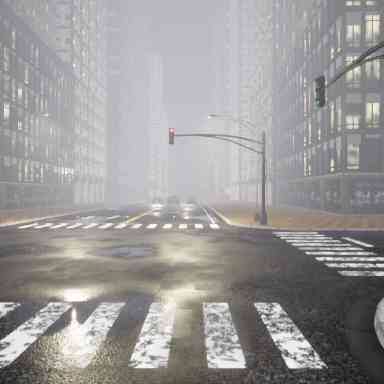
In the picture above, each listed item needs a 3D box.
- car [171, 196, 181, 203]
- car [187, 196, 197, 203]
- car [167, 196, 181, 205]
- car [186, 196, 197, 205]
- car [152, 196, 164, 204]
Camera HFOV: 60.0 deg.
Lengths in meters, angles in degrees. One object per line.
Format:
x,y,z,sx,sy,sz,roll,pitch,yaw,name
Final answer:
-3.304,1.566,70.121,1.895,1.301,4.718,0,0,0,car
-0.054,1.541,70.510,1.994,1.385,4.181,0,0,0,car
-3.296,1.453,60.060,2.097,1.767,4.553,0,0,0,car
-0.046,1.703,60.537,1.895,1.301,4.718,0,0,0,car
-6.550,1.608,64.255,2.128,1.511,4.902,0,0,0,car
